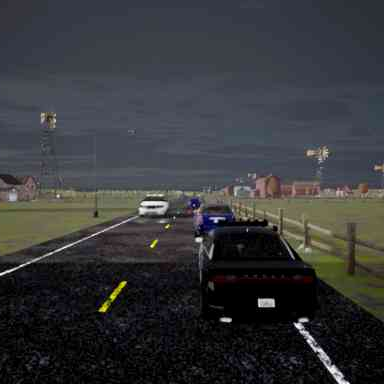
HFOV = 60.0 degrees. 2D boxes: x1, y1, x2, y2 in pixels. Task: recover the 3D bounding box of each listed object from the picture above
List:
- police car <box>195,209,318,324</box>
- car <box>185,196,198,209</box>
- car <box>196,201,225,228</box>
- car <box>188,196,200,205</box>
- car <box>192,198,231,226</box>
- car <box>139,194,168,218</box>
[{"bbox_3d":[1.108,1.425,7.466,1.930,1.638,5.238,0,0,0],"label":"police car"},{"bbox_3d":[0.337,1.562,45.321,1.812,1.442,4.674,0,0,1],"label":"car"},{"bbox_3d":[1.208,1.463,23.547,1.801,1.575,5.366,0,0,0],"label":"car"},{"bbox_3d":[0.396,1.563,61.975,2.128,1.511,4.902,0,0,0],"label":"car"},{"bbox_3d":[1.168,1.354,17.328,2.097,1.767,4.553,0,0,0],"label":"car"},{"bbox_3d":[-3.398,1.237,30.498,2.150,2.045,5.566,0,0,0],"label":"car"}]
